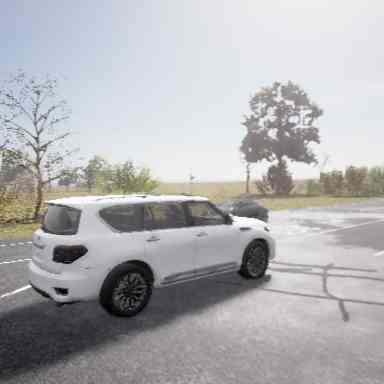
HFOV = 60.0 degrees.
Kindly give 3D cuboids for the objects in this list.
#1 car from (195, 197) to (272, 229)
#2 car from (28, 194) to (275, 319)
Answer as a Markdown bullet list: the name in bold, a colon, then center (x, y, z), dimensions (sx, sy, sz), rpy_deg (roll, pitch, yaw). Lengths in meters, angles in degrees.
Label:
- **car**: center (2.448, 1.097, 18.885), dimensions (4.181, 1.385, 1.994), rpy_deg (-2, 2, -39)
- **car**: center (-0.534, 1.053, 7.357), dimensions (5.566, 2.045, 2.150), rpy_deg (-2, 2, -39)
